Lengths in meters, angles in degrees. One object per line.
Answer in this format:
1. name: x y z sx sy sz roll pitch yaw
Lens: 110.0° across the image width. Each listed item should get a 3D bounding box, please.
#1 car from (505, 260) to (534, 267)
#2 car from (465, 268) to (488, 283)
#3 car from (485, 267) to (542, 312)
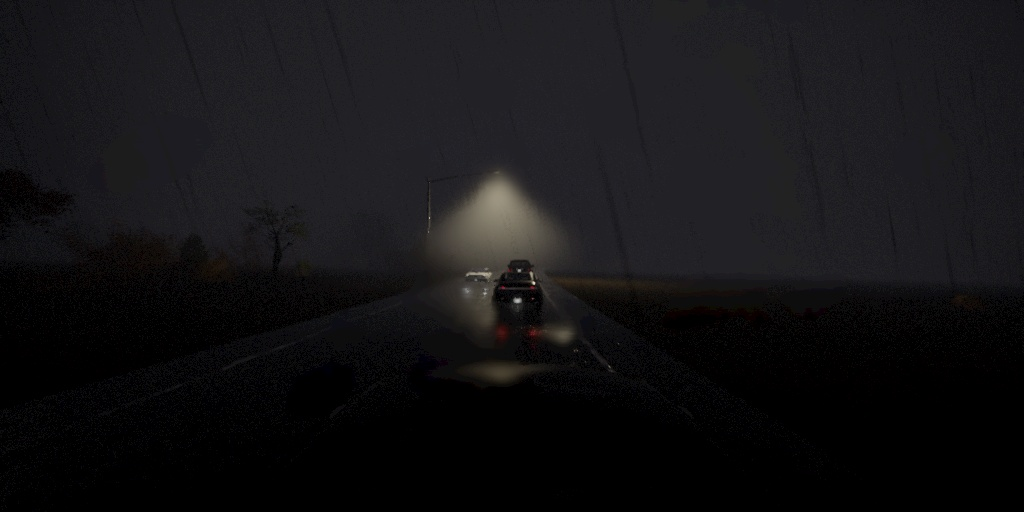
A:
1. car: 0.751 1.359 31.978 2.150 2.045 5.566 0 -1 3
2. car: -2.945 1.739 32.271 1.895 1.301 4.718 0 -1 2
3. car: 0.250 1.404 15.138 2.128 1.511 4.902 0 -1 1
